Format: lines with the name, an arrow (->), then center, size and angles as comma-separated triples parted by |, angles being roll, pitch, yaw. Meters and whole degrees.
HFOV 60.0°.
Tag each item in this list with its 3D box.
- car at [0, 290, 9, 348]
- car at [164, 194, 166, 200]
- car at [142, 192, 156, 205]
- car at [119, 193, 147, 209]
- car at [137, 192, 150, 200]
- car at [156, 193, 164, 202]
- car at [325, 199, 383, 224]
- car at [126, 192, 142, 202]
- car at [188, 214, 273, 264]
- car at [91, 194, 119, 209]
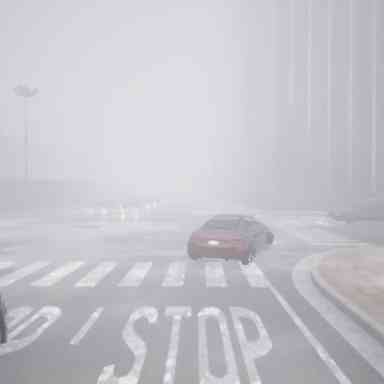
car -> -3.336, 1.463, 2.474 | 2.128, 1.511, 4.902 | 0, 1, 0
car -> -6.368, 0.857, 66.733 | 1.994, 1.385, 4.181 | 0, 1, 1
car -> -6.642, 1.022, 47.488 | 1.812, 1.442, 4.674 | 0, 1, 1
car -> -6.734, 1.116, 38.509 | 1.812, 1.442, 4.674 | 0, 1, 1
car -> -9.856, 0.804, 68.016 | 1.812, 1.442, 4.674 | 0, 1, 1
car -> -6.522, 0.887, 57.014 | 2.128, 1.511, 4.902 | 0, 1, 1
car -> 11.949, 1.369, 22.387 | 5.357, 1.411, 2.033 | 0, 1, 1
car -> -10.001, 0.862, 57.970 | 1.882, 1.535, 5.008 | 0, 1, 1
car -> 1.464, 1.443, 11.572 | 1.994, 1.385, 4.181 | 0, 0, 24
car -> -10.233, 1.115, 38.540 | 1.812, 1.442, 4.674 | 0, 1, 1
